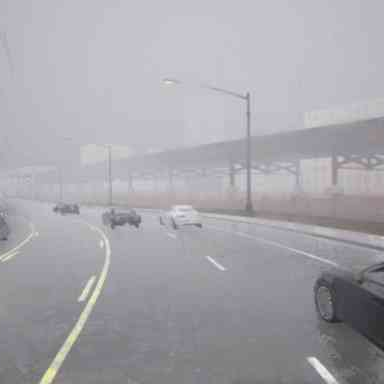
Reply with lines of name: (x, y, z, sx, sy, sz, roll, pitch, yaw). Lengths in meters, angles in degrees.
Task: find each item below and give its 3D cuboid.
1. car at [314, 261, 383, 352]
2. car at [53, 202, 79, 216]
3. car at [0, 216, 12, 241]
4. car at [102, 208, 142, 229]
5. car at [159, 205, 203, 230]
car: (3.260, 1.497, 4.213, 1.812, 1.442, 4.674, -1, 0, -4)
car: (-14.440, 1.838, 38.155, 2.163, 1.488, 4.792, -1, 0, -36)
car: (-9.612, 1.744, 15.102, 2.033, 1.411, 5.357, -1, 0, -18)
car: (-4.941, 1.731, 22.800, 1.895, 1.301, 4.718, -1, 0, -23)
car: (-0.803, 1.579, 21.783, 1.812, 1.442, 4.674, -1, 0, -21)
